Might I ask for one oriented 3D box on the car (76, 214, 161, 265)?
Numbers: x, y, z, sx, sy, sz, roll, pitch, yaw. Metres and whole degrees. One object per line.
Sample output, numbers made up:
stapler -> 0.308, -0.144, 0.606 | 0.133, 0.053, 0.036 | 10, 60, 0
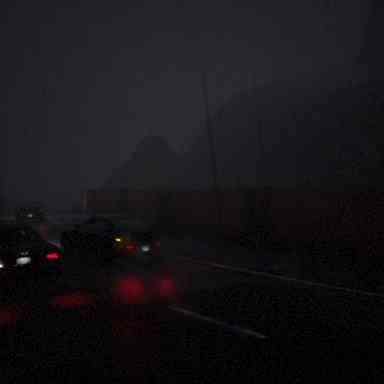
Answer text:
car -> -2.934, 1.496, 11.617 | 1.812, 1.442, 4.674 | 0, 0, -42

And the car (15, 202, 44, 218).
car -> -12.288, 1.444, 25.167 | 1.812, 1.442, 4.674 | 0, 0, -27

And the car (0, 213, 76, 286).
car -> -5.311, 1.516, 9.027 | 2.033, 1.411, 5.357 | 0, 0, -42
